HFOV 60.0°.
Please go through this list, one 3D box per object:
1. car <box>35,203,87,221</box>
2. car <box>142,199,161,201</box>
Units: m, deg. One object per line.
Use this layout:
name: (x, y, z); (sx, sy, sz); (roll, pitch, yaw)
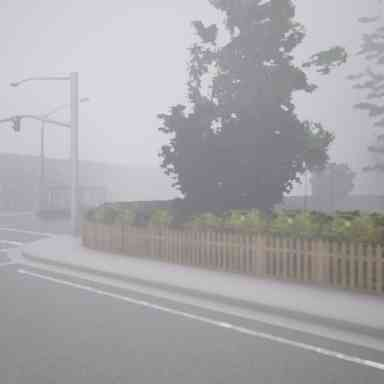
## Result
car: (-10.436, 1.619, 27.728); (1.895, 1.301, 4.718); (0, 0, 35)
car: (-4.656, 1.523, 35.915); (1.837, 1.490, 4.892); (0, 0, 35)
